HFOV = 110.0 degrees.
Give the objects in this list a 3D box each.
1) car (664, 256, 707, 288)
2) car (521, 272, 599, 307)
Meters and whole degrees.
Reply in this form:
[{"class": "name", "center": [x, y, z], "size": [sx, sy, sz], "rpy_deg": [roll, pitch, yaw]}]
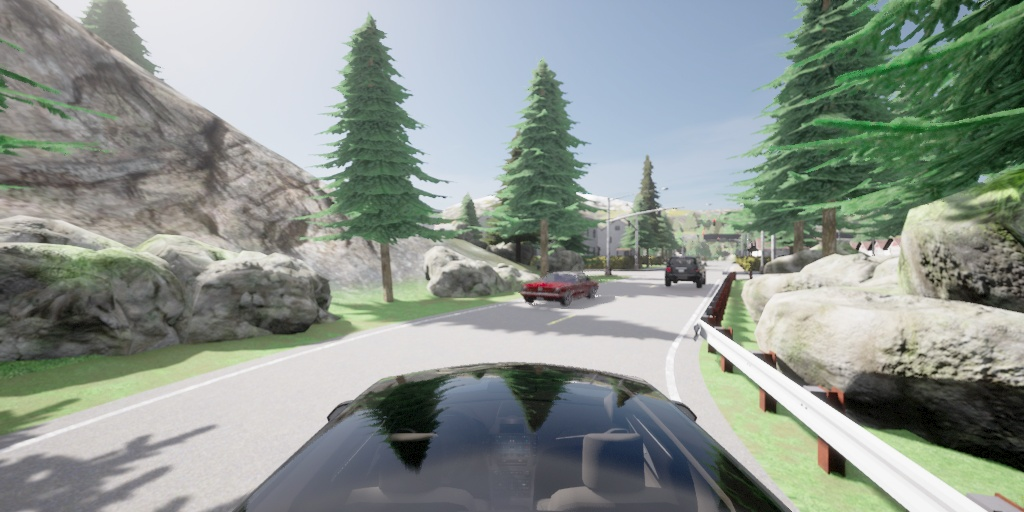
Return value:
[{"class": "car", "center": [11.937, 1.022, 24.572], "size": [2.150, 2.045, 5.566], "rpy_deg": [0, 0, 32]}, {"class": "car", "center": [2.266, 1.379, 15.963], "size": [1.895, 1.301, 4.718], "rpy_deg": [0, 0, 32]}]
